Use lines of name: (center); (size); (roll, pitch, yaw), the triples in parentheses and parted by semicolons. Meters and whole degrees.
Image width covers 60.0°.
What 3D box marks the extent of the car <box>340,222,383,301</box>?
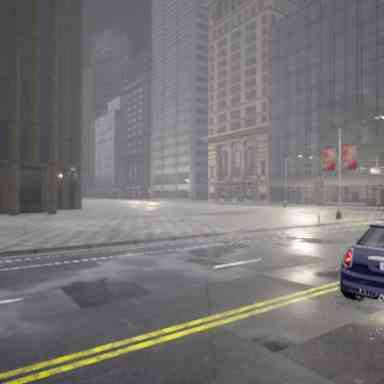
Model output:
car: (5.250, 1.380, 7.183); (4.553, 1.767, 2.097); (0, 0, -35)
